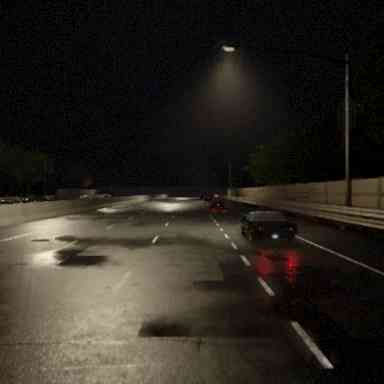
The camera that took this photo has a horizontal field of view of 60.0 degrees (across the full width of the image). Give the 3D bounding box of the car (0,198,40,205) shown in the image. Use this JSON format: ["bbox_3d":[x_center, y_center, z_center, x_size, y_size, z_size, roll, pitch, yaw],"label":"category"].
[{"bbox_3d":[-17.575,1.563,33.505,1.994,1.385,4.181,0,0,0],"label":"car"}]

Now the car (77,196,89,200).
[{"bbox_3d":[-24.477,1.556,75.520,2.033,1.411,5.357,0,0,0],"label":"car"}]

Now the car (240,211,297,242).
[{"bbox_3d":[3.505,1.585,16.210,1.895,1.301,4.718,0,0,0],"label":"car"}]

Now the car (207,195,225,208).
[{"bbox_3d":[3.514,1.527,46.952,1.812,1.442,4.674,0,0,0],"label":"car"}]

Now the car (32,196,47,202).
[{"bbox_3d":[-27.985,1.502,60.258,1.837,1.490,4.892,0,0,0],"label":"car"}]

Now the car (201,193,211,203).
[{"bbox_3d":[3.522,1.492,72.325,1.882,1.535,5.008,0,0,0],"label":"car"}]

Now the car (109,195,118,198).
[{"bbox_3d":[-17.477,1.411,74.648,1.812,1.442,4.674,0,0,0],"label":"car"}]

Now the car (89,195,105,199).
[{"bbox_3d":[-20.977,1.541,75.517,2.128,1.511,4.902,0,0,0],"label":"car"}]
